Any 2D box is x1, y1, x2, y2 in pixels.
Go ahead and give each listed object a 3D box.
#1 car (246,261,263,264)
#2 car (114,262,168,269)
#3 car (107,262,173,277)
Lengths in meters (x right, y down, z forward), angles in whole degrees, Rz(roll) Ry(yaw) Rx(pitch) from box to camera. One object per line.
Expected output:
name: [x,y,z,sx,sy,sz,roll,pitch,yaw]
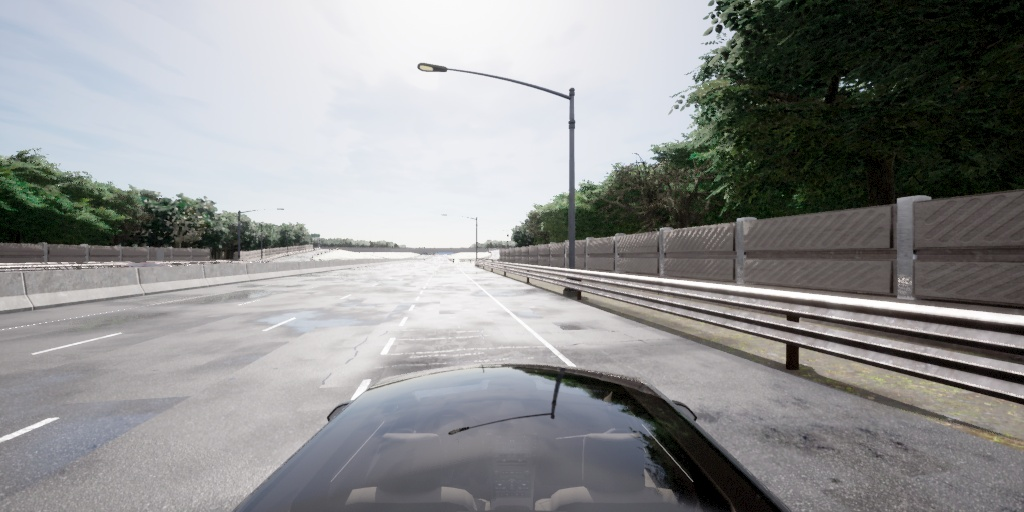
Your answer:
car: [-33.249,1.354,46.599,1.994,1.385,4.181,0,0,-10]
car: [-34.303,1.294,33.073,1.812,1.442,4.674,0,0,-11]
car: [-38.695,1.324,37.519,2.033,1.411,5.357,0,0,-11]
